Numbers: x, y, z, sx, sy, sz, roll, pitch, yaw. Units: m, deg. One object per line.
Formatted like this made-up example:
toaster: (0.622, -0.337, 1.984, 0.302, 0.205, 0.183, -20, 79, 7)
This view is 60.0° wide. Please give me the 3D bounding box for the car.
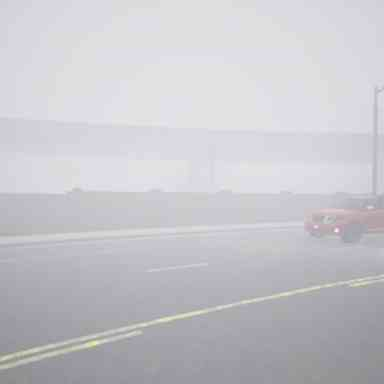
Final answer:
car: (7.996, 1.181, 15.664, 5.566, 2.045, 2.150, 0, 0, -23)
